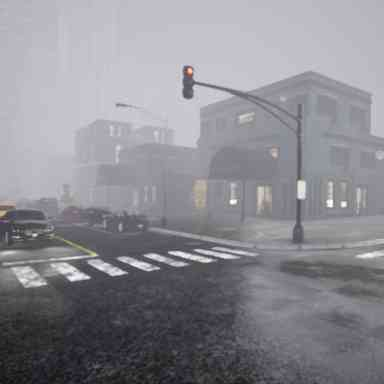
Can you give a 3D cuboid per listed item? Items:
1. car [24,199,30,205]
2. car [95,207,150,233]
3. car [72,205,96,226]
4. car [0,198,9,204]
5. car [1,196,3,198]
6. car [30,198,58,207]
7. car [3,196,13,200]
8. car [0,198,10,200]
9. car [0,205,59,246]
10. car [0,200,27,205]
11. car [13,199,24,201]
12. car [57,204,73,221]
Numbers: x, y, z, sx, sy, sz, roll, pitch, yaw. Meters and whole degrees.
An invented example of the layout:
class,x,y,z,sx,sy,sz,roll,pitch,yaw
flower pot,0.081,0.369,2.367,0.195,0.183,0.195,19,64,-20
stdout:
class,x,y,z,sx,sy,sz,roll,pitch,yaw
car,-20.622,1.742,44.392,1.967,1.590,4.097,1,-1,-35
car,-4.183,1.719,20.807,2.008,1.369,4.403,1,-1,-35
car,-7.306,1.760,25.313,1.947,1.339,4.313,1,-1,-35
car,-45.958,2.067,80.860,2.008,1.369,4.403,1,-1,-35
car,-42.795,1.804,76.300,2.192,1.841,5.009,1,-1,-35
car,-17.431,1.591,39.849,2.192,1.841,5.009,1,-1,-35
car,-36.569,1.961,67.312,1.752,1.417,4.829,1,-1,-35
car,-19.298,1.628,32.257,1.882,1.535,5.008,1,-1,-35
car,-7.932,1.562,15.826,1.837,1.490,4.892,1,-1,-35
car,-13.350,1.579,23.655,1.882,1.535,5.008,1,-1,-35
car,-26.986,1.795,53.486,1.967,1.590,4.097,1,-1,-35
car,-10.428,1.801,29.817,1.802,1.307,4.206,1,-1,-35
